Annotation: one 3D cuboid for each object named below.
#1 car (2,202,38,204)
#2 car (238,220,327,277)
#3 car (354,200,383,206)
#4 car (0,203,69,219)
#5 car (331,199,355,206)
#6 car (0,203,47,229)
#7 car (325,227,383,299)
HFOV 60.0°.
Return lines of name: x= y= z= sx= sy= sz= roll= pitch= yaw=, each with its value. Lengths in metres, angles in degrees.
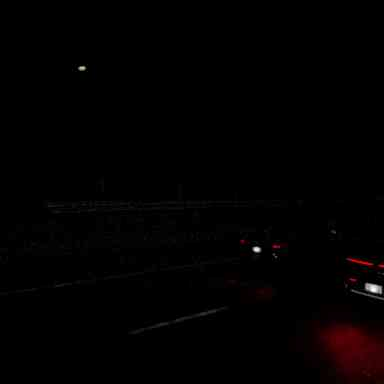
car: x=-10.069 y=1.361 z=18.305 sx=4.553 sy=1.767 sz=2.097 roll=0 pitch=0 yaw=-35
car: x=3.447 y=1.596 z=10.503 sx=4.181 sy=1.385 sz=1.994 roll=0 pitch=0 yaw=-35
car: x=22.851 y=1.754 z=41.769 sx=4.718 sy=1.301 sz=1.895 roll=0 pitch=0 yaw=-35
car: x=-8.247 y=1.486 z=15.306 sx=5.008 sy=1.535 sz=1.882 roll=0 pitch=0 yaw=-35
car: x=20.919 y=1.701 z=44.690 sx=5.357 sy=1.411 sz=2.033 roll=0 pitch=0 yaw=-35
car: x=-12.100 y=1.501 z=21.155 sx=4.902 sy=1.511 sz=2.128 roll=0 pitch=0 yaw=-35
car: x=5.318 y=1.536 z=7.538 sx=4.892 sy=1.490 sz=1.837 roll=0 pitch=0 yaw=-35
